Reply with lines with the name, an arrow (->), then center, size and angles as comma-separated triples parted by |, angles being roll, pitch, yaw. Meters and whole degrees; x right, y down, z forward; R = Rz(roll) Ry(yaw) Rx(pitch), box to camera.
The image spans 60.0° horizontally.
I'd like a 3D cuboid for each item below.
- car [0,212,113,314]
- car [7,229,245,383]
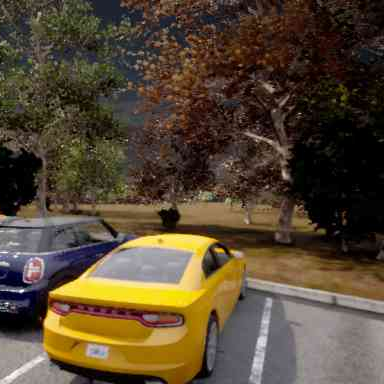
car -> -2.651, 1.316, 7.417 | 2.185, 1.767, 4.553 | 0, -1, 16
car -> -0.252, 1.463, 5.690 | 2.097, 1.535, 5.008 | 0, 0, 16
